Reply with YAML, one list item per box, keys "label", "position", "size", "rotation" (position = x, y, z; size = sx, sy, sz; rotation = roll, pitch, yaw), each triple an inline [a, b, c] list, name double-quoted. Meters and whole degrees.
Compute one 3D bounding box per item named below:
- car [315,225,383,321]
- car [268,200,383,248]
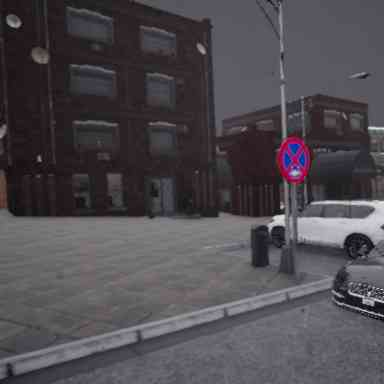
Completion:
- label: "car"
  position: [4.861, 1.573, 6.844]
  size: [4.892, 1.490, 1.837]
  rotation: [1, 0, -35]
- label: "car"
  position: [5.547, 1.332, 12.993]
  size: [2.435, 2.045, 5.566]
  rotation: [1, 0, -35]
